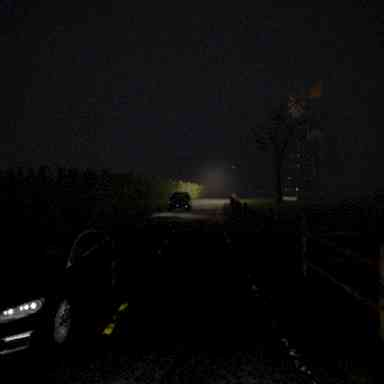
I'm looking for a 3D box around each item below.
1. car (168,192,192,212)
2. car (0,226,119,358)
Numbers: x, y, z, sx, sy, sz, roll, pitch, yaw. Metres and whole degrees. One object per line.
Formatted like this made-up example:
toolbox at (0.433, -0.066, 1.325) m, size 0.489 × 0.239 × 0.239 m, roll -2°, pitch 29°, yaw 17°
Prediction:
car at (-1.268, 1.027, 36.525) m, size 2.150 × 2.045 × 5.566 m, roll 0°, pitch 0°, yaw 5°
car at (-2.747, 1.460, 6.344) m, size 2.128 × 1.511 × 4.902 m, roll 0°, pitch 0°, yaw 1°
